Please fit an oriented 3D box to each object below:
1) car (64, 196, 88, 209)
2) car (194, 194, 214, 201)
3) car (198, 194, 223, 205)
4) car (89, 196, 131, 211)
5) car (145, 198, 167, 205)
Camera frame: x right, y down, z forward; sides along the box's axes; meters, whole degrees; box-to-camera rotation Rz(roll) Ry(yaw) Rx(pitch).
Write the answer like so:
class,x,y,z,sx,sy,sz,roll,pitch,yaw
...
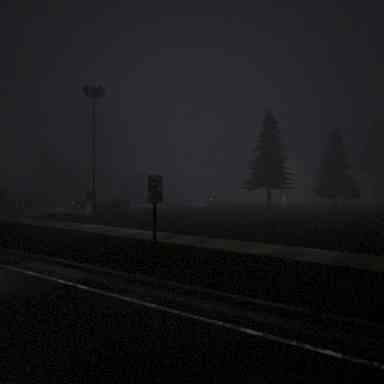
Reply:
class,x,y,z,sx,sy,sz,roll,pitch,yaw
car,-14.967,1.351,44.998,2.097,1.767,4.553,0,0,35
car,2.564,1.113,69.942,1.837,1.490,4.892,0,0,35
car,3.652,1.350,59.390,2.097,1.767,4.553,0,0,35
car,-9.644,1.476,40.397,1.882,1.535,5.008,0,0,35
car,-6.257,1.561,57.454,1.994,1.385,4.181,0,0,35
